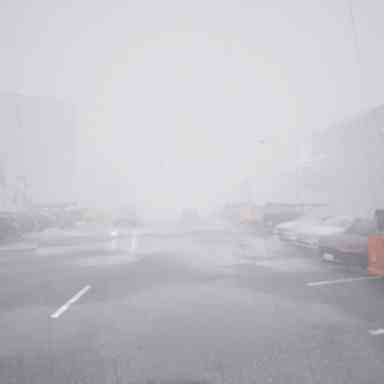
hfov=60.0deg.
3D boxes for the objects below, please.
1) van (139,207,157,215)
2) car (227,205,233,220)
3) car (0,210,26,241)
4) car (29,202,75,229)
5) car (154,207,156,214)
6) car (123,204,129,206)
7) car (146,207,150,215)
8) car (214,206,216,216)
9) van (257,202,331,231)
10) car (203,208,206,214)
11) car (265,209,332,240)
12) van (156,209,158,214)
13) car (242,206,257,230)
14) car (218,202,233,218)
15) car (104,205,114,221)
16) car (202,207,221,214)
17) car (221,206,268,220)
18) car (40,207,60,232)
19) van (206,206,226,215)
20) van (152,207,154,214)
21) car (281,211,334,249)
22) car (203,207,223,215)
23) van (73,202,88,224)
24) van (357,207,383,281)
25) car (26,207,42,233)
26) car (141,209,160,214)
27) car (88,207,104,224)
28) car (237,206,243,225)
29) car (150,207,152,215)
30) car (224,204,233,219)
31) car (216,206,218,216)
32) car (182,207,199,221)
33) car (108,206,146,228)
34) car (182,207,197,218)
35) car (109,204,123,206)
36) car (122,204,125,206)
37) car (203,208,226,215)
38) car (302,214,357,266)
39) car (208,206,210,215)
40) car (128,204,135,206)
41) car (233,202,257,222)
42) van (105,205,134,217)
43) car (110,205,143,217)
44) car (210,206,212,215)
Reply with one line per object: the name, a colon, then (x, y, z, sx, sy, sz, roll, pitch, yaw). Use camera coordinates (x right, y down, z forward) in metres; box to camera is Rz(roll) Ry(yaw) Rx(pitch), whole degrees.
van: (-11.975, 5.128, 90.961, 4.442, 1.987, 1.878, 0, -3, -19)
car: (6.258, 2.211, 31.426, 4.892, 1.521, 2.231, 2, -3, -20)
car: (-11.423, 1.486, 16.154, 5.566, 2.045, 2.435, 0, -2, -20)
car: (-11.468, 1.890, 25.115, 4.553, 1.767, 2.185, 0, -2, -20)
car: (-11.917, 4.728, 82.019, 4.553, 1.767, 2.185, 0, -3, -19)
car: (-11.889, 2.881, 45.966, 5.366, 1.575, 1.946, 0, -3, -21)
car: (-12.024, 3.767, 66.992, 5.566, 2.045, 2.435, 0, -3, -20)
car: (6.093, 2.841, 46.081, 5.008, 1.535, 2.097, 2, -3, -21)
van: (6.464, 1.589, 19.747, 4.442, 1.987, 1.878, 1, -2, -20)
car: (5.661, 4.263, 72.455, 5.008, 1.535, 2.097, 2, -3, -21)
car: (6.374, 1.767, 16.763, 4.674, 1.452, 2.002, 1, -2, -20)
van: (-11.813, 4.796, 85.057, 4.442, 1.987, 1.878, 0, -4, -19)
car: (6.341, 1.902, 22.632, 5.008, 1.535, 2.097, 1, -2, -20)
car: (6.235, 2.195, 37.316, 5.566, 2.045, 2.435, 2, -3, -20)
car: (-11.579, 2.505, 37.078, 4.792, 1.488, 2.163, 0, -3, -21)
car: (5.220, 5.113, 90.089, 4.553, 1.767, 2.185, 2, -4, -21)
car: (6.346, 2.572, 40.285, 5.366, 1.575, 1.946, 2, -3, -21)
car: (-11.471, 1.956, 22.111, 4.674, 1.452, 2.002, 0, -2, -20)
van: (5.640, 4.366, 78.373, 4.442, 1.987, 1.878, 2, -4, -21)
van: (-12.081, 4.461, 78.974, 4.442, 1.987, 1.878, 0, -3, -20)
car: (6.389, 1.688, 13.825, 4.674, 1.452, 2.002, 1, -1, -20)
car: (5.363, 4.787, 84.199, 4.553, 1.767, 2.185, 2, -4, -21)
van: (-11.416, 1.894, 28.149, 4.442, 1.987, 1.878, 0, -2, -20)
van: (6.519, 1.300, 8.018, 4.442, 1.987, 1.878, 1, -1, -20)
car: (-11.484, 1.853, 19.107, 4.792, 1.488, 2.163, 0, -2, -20)
car: (-11.829, 5.520, 93.983, 5.008, 1.535, 2.097, 0, -3, -19)
car: (-11.375, 2.230, 31.155, 5.366, 1.575, 1.946, 0, -3, -20)
car: (6.287, 2.028, 25.546, 4.792, 1.488, 2.163, 1, -2, -20)
car: (-12.008, 4.354, 73.004, 4.892, 1.521, 2.231, 0, -4, -20)
car: (6.230, 2.324, 34.362, 4.892, 1.521, 2.231, 2, -3, -21)
car: (6.143, 2.704, 43.153, 5.008, 1.535, 2.097, 2, -3, -21)
car: (-0.218, 2.604, 37.892, 1.895, 1.301, 4.718, 0, -2, -1)
car: (-5.212, 2.116, 27.300, 1.812, 1.442, 4.674, 0, -2, 0)
car: (-0.345, 2.984, 48.401, 2.128, 1.511, 4.902, 0, -3, -1)
car: (-11.468, 2.602, 40.121, 5.366, 1.575, 1.946, 0, -3, -21)
car: (-11.849, 2.739, 42.978, 5.366, 1.575, 1.946, 0, -3, -21)
car: (5.468, 4.750, 81.255, 5.008, 1.535, 2.097, 2, -3, -21)
car: (6.369, 1.606, 10.892, 4.792, 1.488, 2.163, 1, -1, -20)
car: (5.919, 3.452, 57.802, 5.008, 1.535, 2.097, 2, -4, -21)
car: (-11.783, 2.783, 49.020, 5.566, 2.045, 2.435, 0, -3, -21)
car: (6.261, 1.974, 28.494, 4.553, 1.767, 2.185, 2, -2, -20)
van: (-11.956, 3.125, 54.967, 4.442, 1.987, 1.878, 0, -3, -21)
car: (-11.967, 3.432, 60.982, 5.566, 2.045, 2.435, 0, -3, -21)
car: (5.943, 3.166, 54.871, 4.553, 1.767, 2.185, 2, -4, -21)
